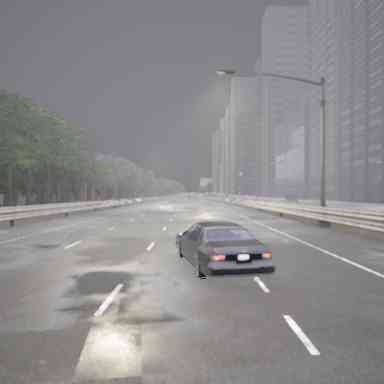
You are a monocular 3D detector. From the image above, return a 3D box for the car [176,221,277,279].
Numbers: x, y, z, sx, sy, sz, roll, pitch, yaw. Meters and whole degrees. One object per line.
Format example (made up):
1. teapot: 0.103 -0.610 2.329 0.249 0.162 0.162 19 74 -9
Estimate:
1. car: 0.740 1.616 10.382 2.033 1.411 5.357 0 0 -11
